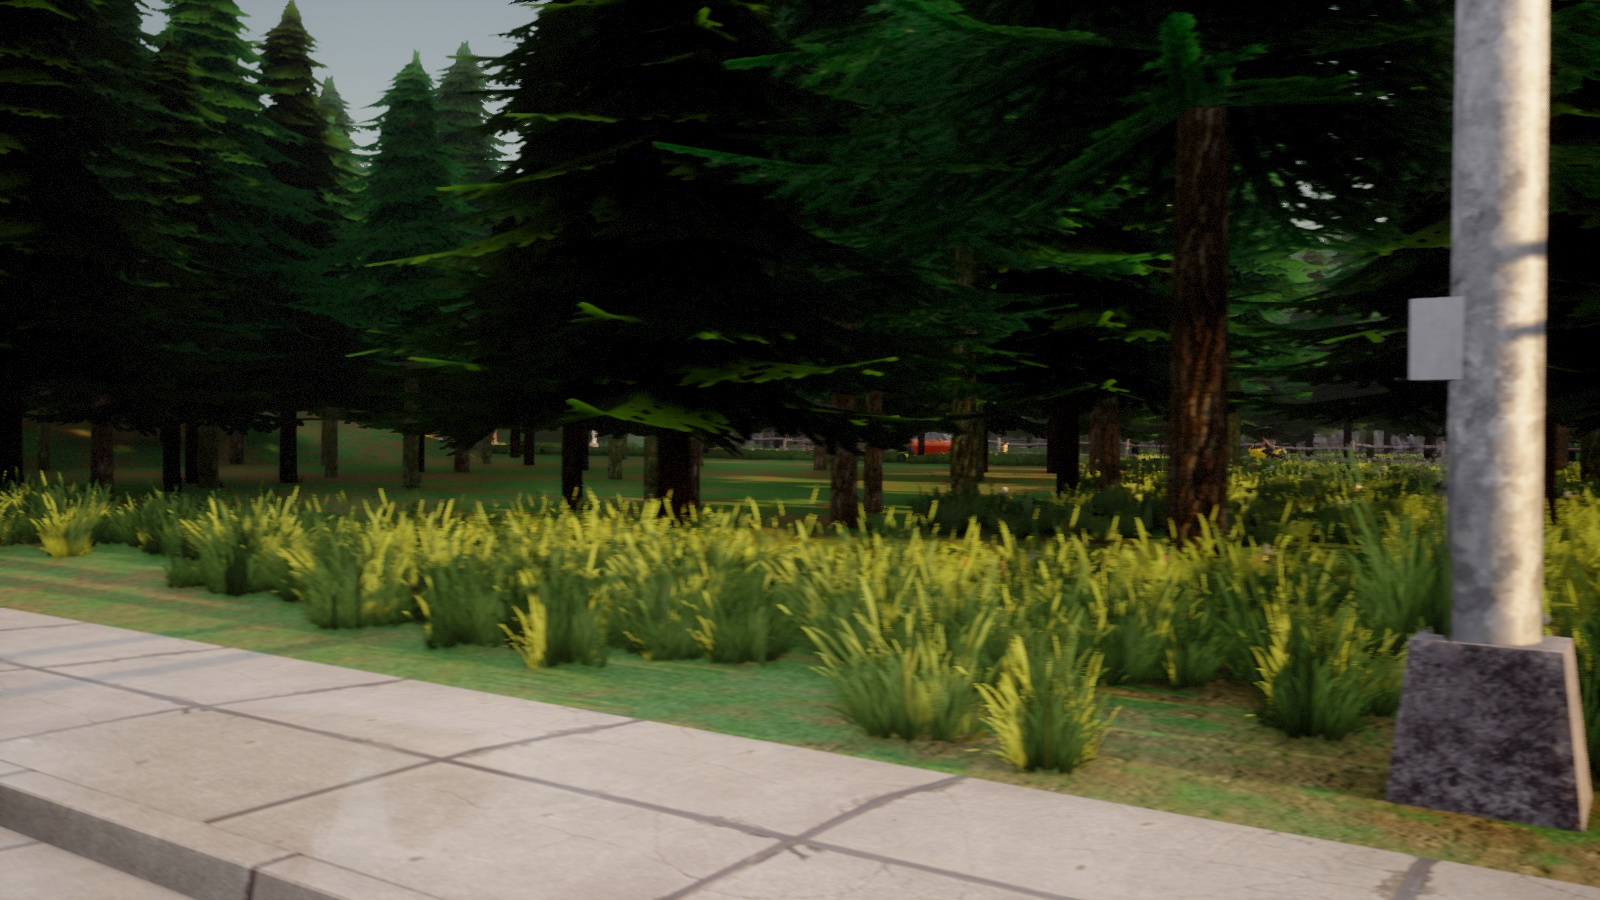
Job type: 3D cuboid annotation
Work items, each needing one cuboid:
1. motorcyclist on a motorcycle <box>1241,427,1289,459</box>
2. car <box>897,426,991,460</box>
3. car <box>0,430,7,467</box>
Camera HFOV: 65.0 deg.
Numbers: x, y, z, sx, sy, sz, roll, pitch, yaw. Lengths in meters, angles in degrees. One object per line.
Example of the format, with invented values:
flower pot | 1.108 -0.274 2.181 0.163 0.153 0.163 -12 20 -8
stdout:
motorcyclist on a motorcycle | 22.432 -0.324 60.600 2.044 1.523 0.797 0 1 36
car | 7.664 -0.392 66.905 4.553 1.767 2.097 0 1 36
car | -46.591 -0.053 68.199 2.150 2.045 5.566 0 1 33
